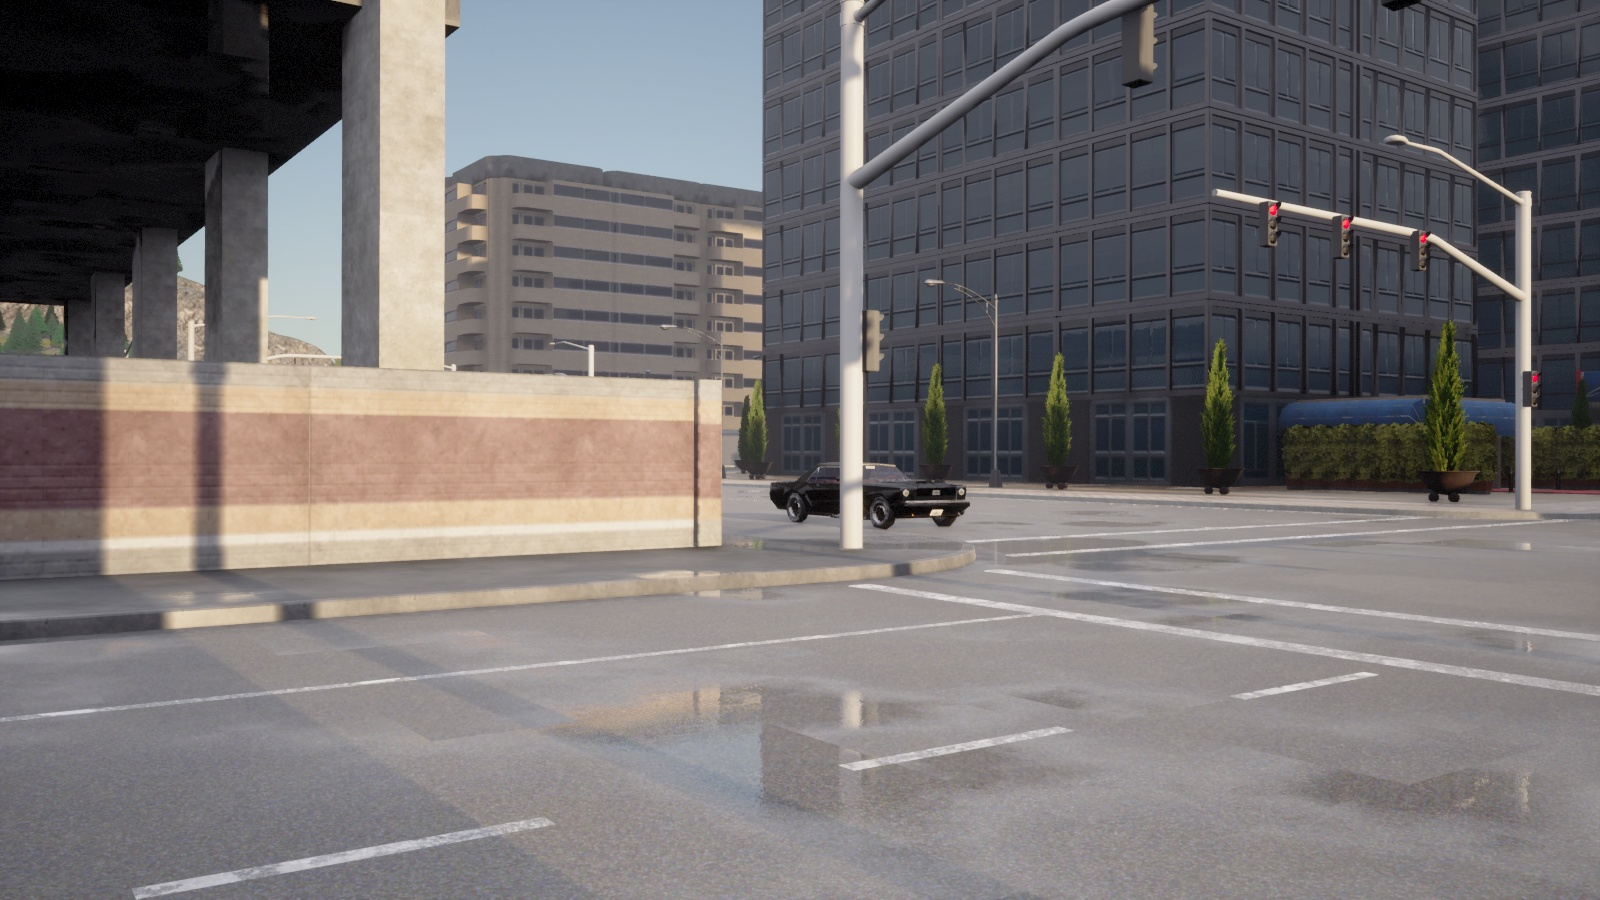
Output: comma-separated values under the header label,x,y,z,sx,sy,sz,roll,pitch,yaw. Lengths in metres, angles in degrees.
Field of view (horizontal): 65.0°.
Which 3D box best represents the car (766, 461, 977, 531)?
label,x,y,z,sx,sy,sz,roll,pitch,yaw
car,1.379,0.907,26.381,1.895,1.301,4.718,0,0,-35
